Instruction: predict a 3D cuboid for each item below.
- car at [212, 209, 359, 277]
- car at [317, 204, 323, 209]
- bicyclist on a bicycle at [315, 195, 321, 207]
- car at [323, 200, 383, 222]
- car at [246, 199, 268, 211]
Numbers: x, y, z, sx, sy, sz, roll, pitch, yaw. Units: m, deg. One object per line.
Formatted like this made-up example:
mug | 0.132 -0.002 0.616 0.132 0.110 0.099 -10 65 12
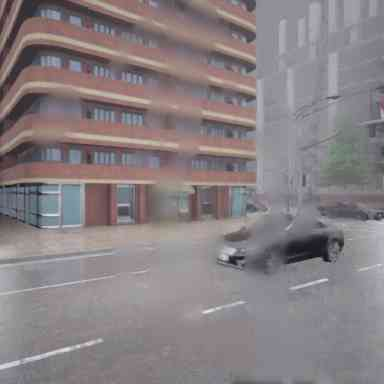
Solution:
car | 2.829 1.491 10.389 4.902 1.511 2.128 0 0 -36
car | 14.214 1.526 31.539 1.812 1.442 4.674 0 0 -36
bicyclist on a bicycle | 17.784 1.301 46.920 1.656 1.620 0.582 0 0 -36
car | 13.041 1.564 26.450 1.994 1.385 4.181 0 0 -29
car | 6.165 1.503 36.586 1.837 1.490 4.892 0 1 -36
